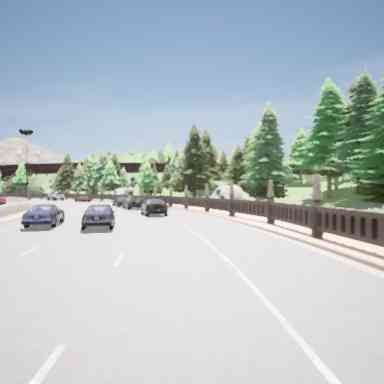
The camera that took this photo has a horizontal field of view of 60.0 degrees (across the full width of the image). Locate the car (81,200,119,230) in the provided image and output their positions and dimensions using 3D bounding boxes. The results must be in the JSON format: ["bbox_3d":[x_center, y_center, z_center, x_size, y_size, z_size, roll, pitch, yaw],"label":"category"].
[{"bbox_3d":[-5.773,1.478,20.724,2.033,1.411,5.357,0,0,-12],"label":"car"}]

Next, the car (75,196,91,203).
[{"bbox_3d":[-20.954,1.374,63.727,1.994,1.385,4.181,0,0,-39],"label":"car"}]

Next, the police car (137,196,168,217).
[{"bbox_3d":[-3.524,1.306,30.403,1.930,1.638,5.238,0,0,-17],"label":"police car"}]

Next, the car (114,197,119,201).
[{"bbox_3d":[-9.793,1.360,46.662,1.812,1.442,4.674,0,0,-26],"label":"car"}]

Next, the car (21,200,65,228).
[{"bbox_3d":[-9.529,1.488,21.608,2.033,1.411,5.357,0,0,-13],"label":"car"}]

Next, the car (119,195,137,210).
[{"bbox_3d":[-7.117,1.201,40.616,2.097,1.767,4.553,0,0,-22],"label":"car"}]

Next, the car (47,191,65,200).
[{"bbox_3d":[-30.806,0.897,75.240,2.150,2.045,5.566,0,0,-44],"label":"car"}]
